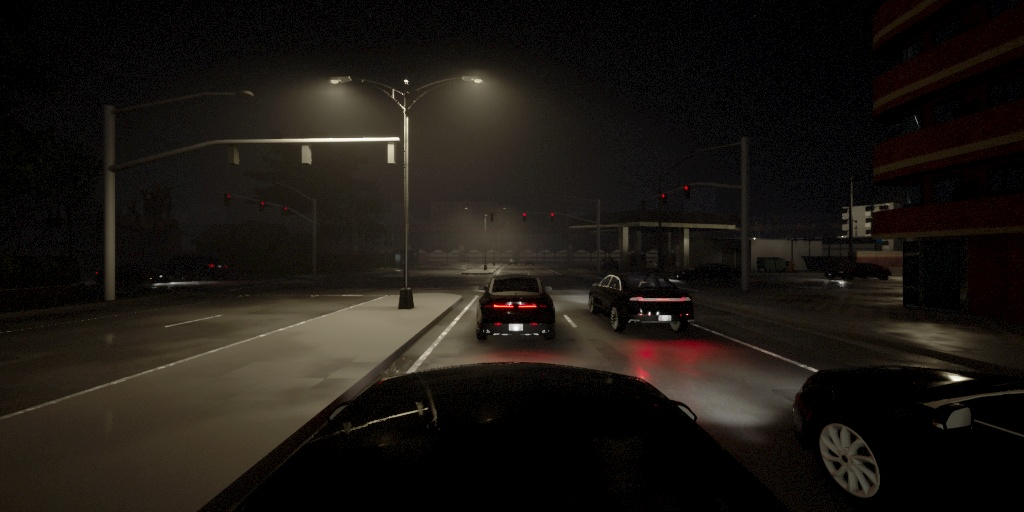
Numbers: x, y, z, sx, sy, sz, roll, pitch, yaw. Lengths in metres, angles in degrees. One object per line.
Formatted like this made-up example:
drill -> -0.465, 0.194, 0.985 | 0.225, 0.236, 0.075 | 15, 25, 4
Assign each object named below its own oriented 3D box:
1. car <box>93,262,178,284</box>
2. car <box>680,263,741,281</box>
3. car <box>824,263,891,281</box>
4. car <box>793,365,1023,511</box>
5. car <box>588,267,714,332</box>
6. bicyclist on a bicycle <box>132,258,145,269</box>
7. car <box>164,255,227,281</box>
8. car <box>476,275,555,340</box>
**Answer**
car -> -27.753, 1.314, 26.298 | 4.181, 1.385, 1.994 | 0, 0, 0
car -> 16.413, 1.297, 29.820 | 5.357, 1.411, 2.033 | 0, 0, -1
car -> 28.887, 1.276, 29.995 | 4.674, 1.442, 1.812 | 0, 0, -1
car -> 3.600, 1.255, 1.425 | 1.837, 1.490, 4.892 | 0, 0, 0
car -> 3.605, 1.242, 10.833 | 2.128, 1.511, 4.902 | 0, 0, 0
bicyclist on a bicycle -> -38.217, 1.053, 36.720 | 0.582, 1.620, 1.656 | 0, 0, 0
car -> -27.121, 0.971, 29.999 | 5.566, 2.045, 2.150 | 0, 0, 0
car -> 0.098, 1.255, 9.979 | 1.837, 1.490, 4.892 | 0, 0, 0
